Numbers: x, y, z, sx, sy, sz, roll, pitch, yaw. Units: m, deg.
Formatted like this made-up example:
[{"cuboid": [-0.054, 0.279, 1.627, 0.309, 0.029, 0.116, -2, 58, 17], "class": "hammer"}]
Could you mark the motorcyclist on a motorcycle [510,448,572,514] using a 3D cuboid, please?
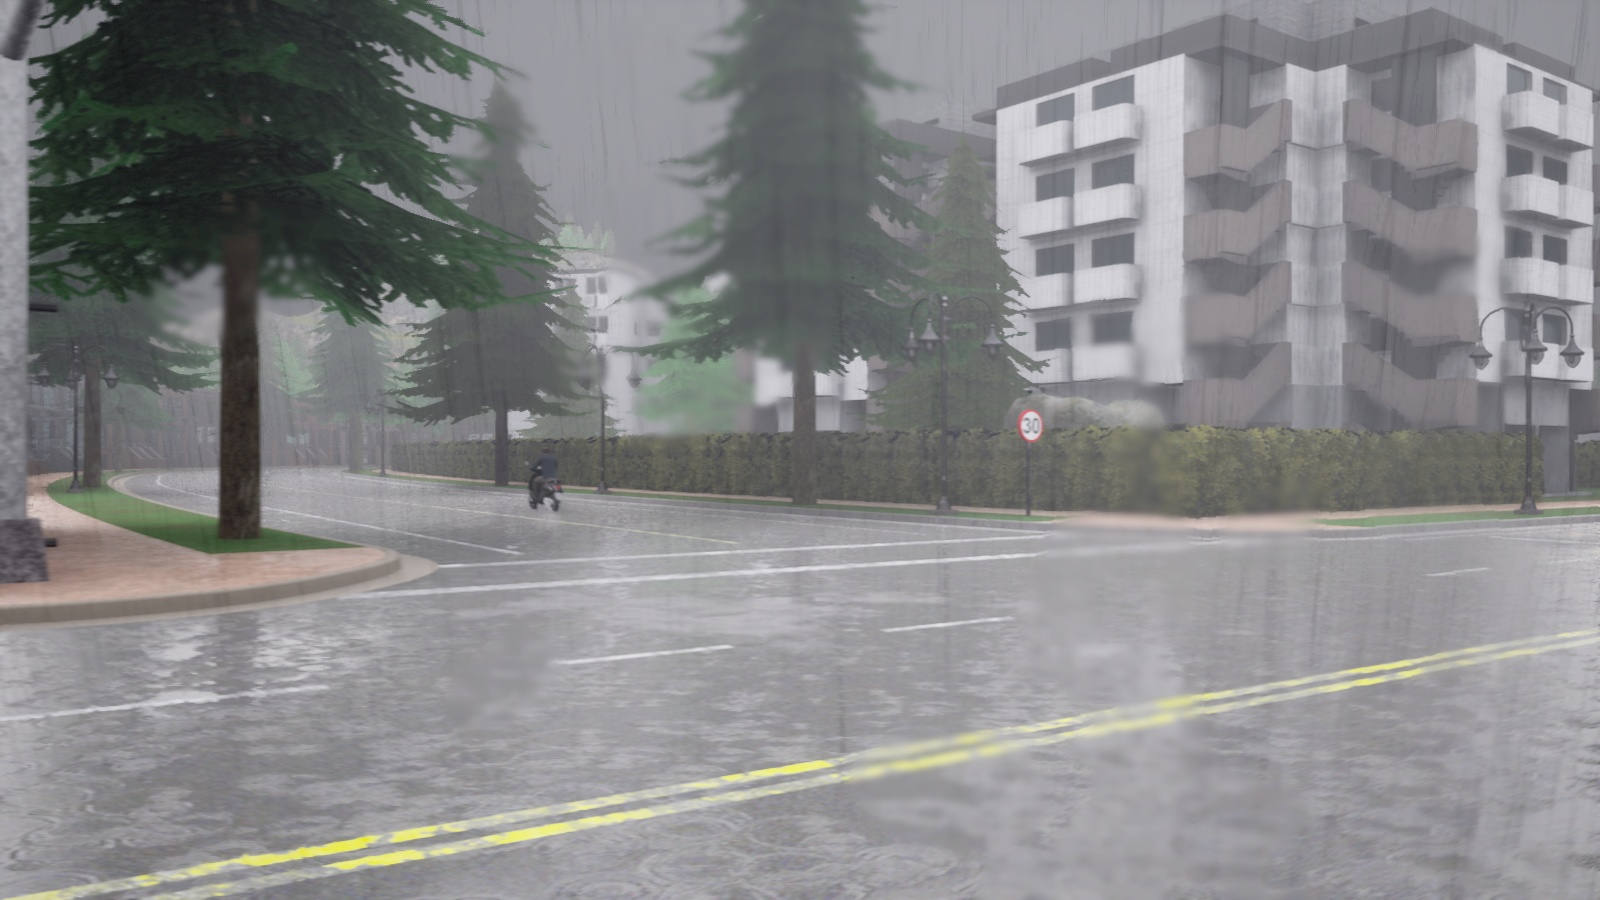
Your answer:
[{"cuboid": [-6.439, 0.750, 31.181, 0.866, 1.590, 1.817, 0, 0, -35], "class": "motorcyclist on a motorcycle"}]
